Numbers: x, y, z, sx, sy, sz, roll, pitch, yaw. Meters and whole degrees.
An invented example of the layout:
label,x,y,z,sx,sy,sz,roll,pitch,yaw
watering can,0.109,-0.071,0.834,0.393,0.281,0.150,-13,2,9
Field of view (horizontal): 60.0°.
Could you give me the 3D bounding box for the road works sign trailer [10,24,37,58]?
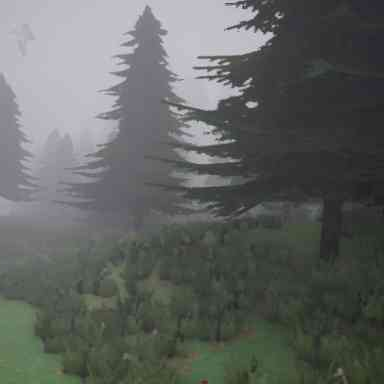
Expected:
label,x,y,z,sx,sy,sz,roll,pitch,yaw
road works sign trailer,-22.822,-20.054,44.277,2.880,2.380,3.560,-18,-20,-41
